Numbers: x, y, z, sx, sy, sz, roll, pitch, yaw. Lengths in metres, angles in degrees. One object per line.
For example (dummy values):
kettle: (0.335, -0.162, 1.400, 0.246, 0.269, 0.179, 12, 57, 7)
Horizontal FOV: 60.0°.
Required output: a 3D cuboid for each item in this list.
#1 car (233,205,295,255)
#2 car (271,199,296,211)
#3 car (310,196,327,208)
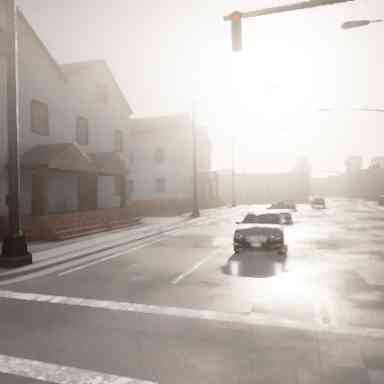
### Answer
car: (2.928, 1.520, 13.624, 2.128, 1.511, 4.902, -1, 0, 18)
car: (6.519, 1.529, 24.605, 1.812, 1.442, 4.674, -1, 0, 18)
car: (17.551, 1.383, 46.207, 1.837, 1.490, 4.892, -1, 0, 21)
